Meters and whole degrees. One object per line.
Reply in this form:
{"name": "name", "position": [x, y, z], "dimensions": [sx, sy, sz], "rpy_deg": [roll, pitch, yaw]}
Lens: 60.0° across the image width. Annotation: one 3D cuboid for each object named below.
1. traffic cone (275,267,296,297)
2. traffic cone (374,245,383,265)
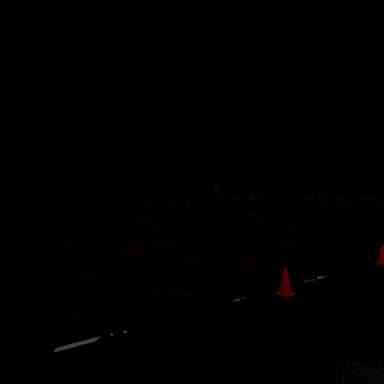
{"name": "traffic cone", "position": [2.046, 1.942, 7.280], "dimensions": [0.340, 0.580, 0.340], "rpy_deg": [0, 0, -37]}
{"name": "traffic cone", "position": [5.914, 1.941, 10.332], "dimensions": [0.340, 0.580, 0.340], "rpy_deg": [0, 0, -39]}
